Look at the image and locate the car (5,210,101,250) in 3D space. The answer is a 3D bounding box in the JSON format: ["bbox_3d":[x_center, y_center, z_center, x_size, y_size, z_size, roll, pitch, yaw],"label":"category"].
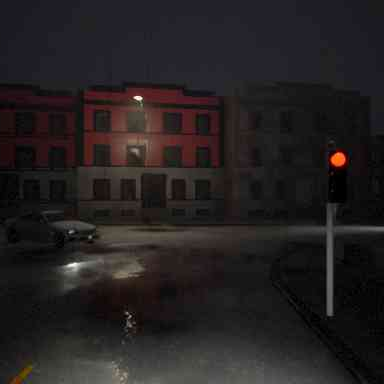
[{"bbox_3d":[-6.102,1.525,14.392,4.674,1.442,1.812,0,-1,29],"label":"car"}]
